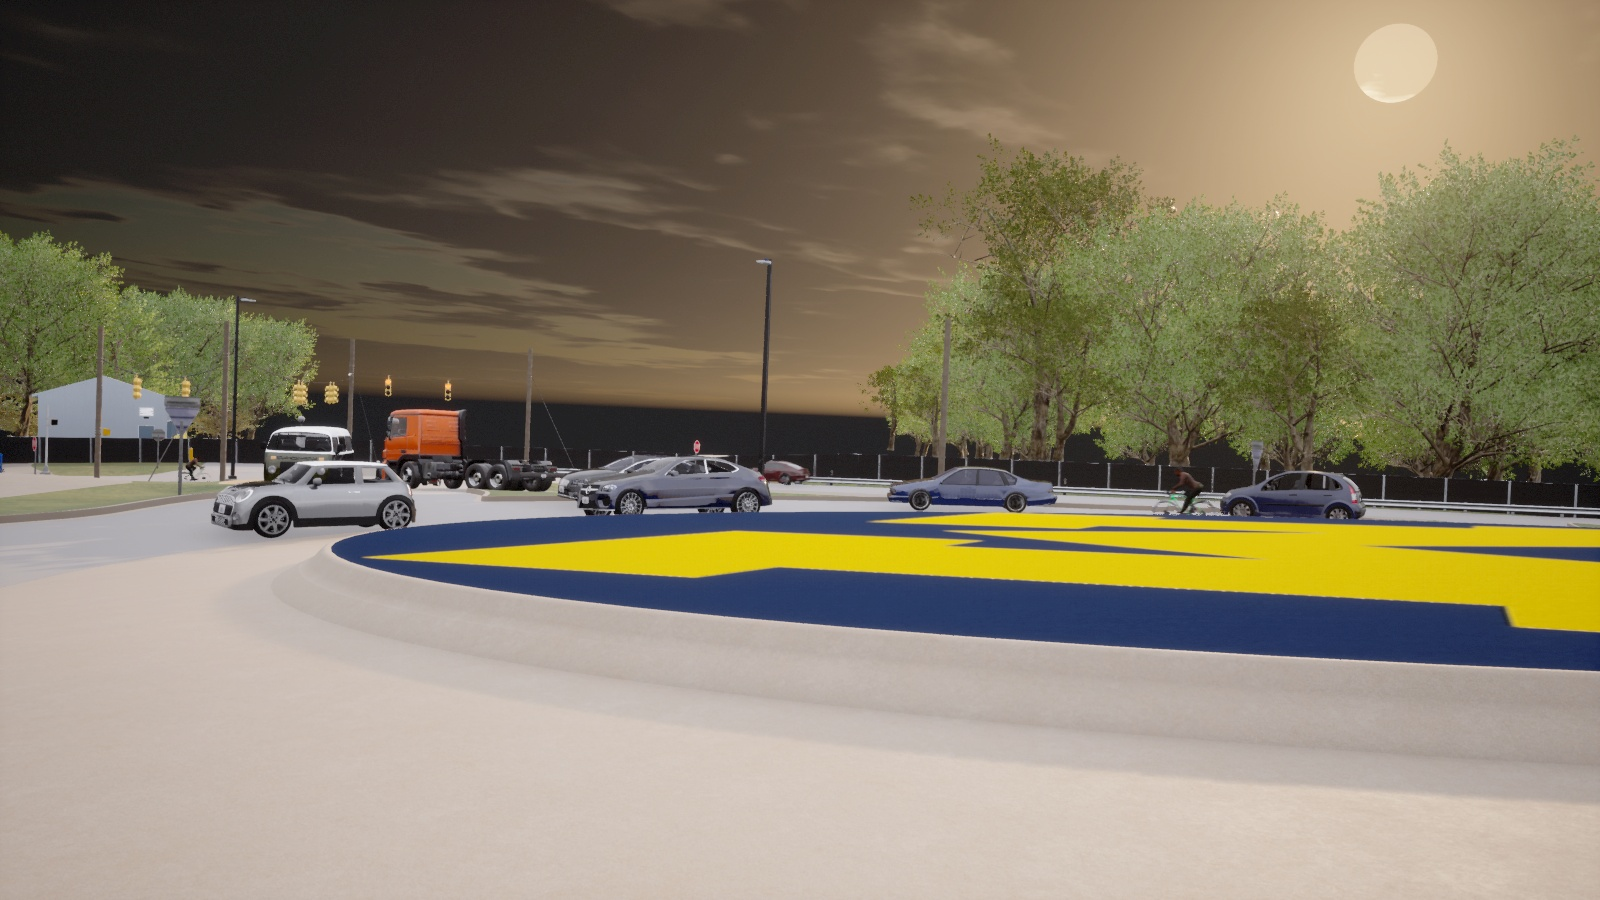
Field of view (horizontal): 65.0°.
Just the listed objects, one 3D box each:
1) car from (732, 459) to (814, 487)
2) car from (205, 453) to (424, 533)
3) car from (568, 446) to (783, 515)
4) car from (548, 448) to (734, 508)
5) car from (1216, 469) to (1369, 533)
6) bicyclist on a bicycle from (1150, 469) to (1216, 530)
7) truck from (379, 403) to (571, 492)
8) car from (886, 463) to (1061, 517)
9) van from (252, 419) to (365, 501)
[{"bbox_3d":[-1.665,1.383,76.675,4.674,1.442,1.812,2,1,26],"label":"car"},{"bbox_3d":[-10.117,0.857,26.274,3.806,1.475,1.970,1,2,-40],"label":"car"},{"bbox_3d":[-3.149,0.800,32.222,5.027,1.651,2.152,2,-1,-33],"label":"car"},{"bbox_3d":[-4.640,0.829,36.848,4.902,1.511,2.128,2,2,-30],"label":"car"},{"bbox_3d":[14.695,1.478,37.502,3.988,1.617,1.851,3,1,30],"label":"car"},{"bbox_3d":[10.492,1.351,34.371,1.656,1.620,0.582,1,-2,23],"label":"bicyclist on a bicycle"},{"bbox_3d":[-13.636,-0.135,52.392,7.936,3.462,2.891,1,-1,31],"label":"truck"},{"bbox_3d":[5.474,1.270,40.172,5.357,1.411,2.033,2,2,3],"label":"car"},{"bbox_3d":[-13.520,0.253,34.790,2.069,2.038,4.480,3,0,-11],"label":"van"}]
